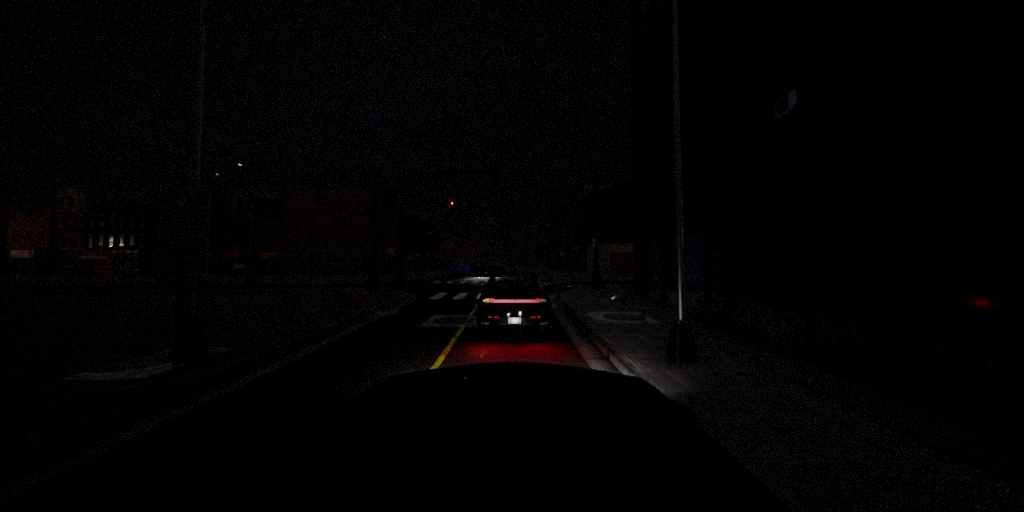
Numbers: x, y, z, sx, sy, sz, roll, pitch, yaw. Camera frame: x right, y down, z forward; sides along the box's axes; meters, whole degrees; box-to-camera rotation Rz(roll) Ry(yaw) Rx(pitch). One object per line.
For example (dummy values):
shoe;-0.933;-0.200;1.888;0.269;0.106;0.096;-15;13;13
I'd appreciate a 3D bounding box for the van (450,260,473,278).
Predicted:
van;-5.328;1.299;36.730;1.690;1.789;3.998;0;0;0

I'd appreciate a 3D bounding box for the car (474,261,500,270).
car;-2.692;1.568;39.240;1.994;1.385;4.181;0;-1;0

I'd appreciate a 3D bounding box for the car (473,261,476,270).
car;-5.327;1.565;40.050;2.007;1.370;4.403;0;0;0

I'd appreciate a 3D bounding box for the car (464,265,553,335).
car;0.065;1.197;10.387;2.128;1.511;4.902;0;1;0
